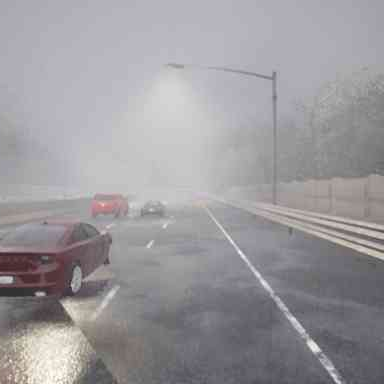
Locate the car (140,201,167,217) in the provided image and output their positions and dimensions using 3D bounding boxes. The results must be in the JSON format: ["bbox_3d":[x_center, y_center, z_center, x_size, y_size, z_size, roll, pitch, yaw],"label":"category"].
[{"bbox_3d":[-3.389,1.450,29.771,1.994,1.385,4.181,0,0,0],"label":"car"}]

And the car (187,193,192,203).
[{"bbox_3d":[0.018,1.400,63.807,1.895,1.301,4.718,0,0,0],"label":"car"}]

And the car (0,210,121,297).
[{"bbox_3d":[-3.398,1.445,8.549,1.882,1.535,5.008,0,0,0],"label":"car"}]

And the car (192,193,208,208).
[{"bbox_3d":[1.238,1.297,45.197,1.801,1.575,5.366,0,0,0],"label":"car"}]

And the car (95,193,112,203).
[{"bbox_3d":[-17.483,1.149,65.673,2.097,1.767,4.553,0,0,0],"label":"car"}]

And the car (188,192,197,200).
[{"bbox_3d":[0.024,0.968,80.425,2.097,1.767,4.553,0,0,0],"label":"car"}]

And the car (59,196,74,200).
[{"bbox_3d":[-24.481,1.389,65.487,1.895,1.301,4.718,0,0,0],"label":"car"}]

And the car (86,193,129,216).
[{"bbox_3d":[-6.897,1.113,28.392,2.150,2.045,5.566,0,0,0],"label":"car"}]

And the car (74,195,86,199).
[{"bbox_3d":[-20.981,1.347,65.555,1.994,1.385,4.181,0,0,0],"label":"car"}]
